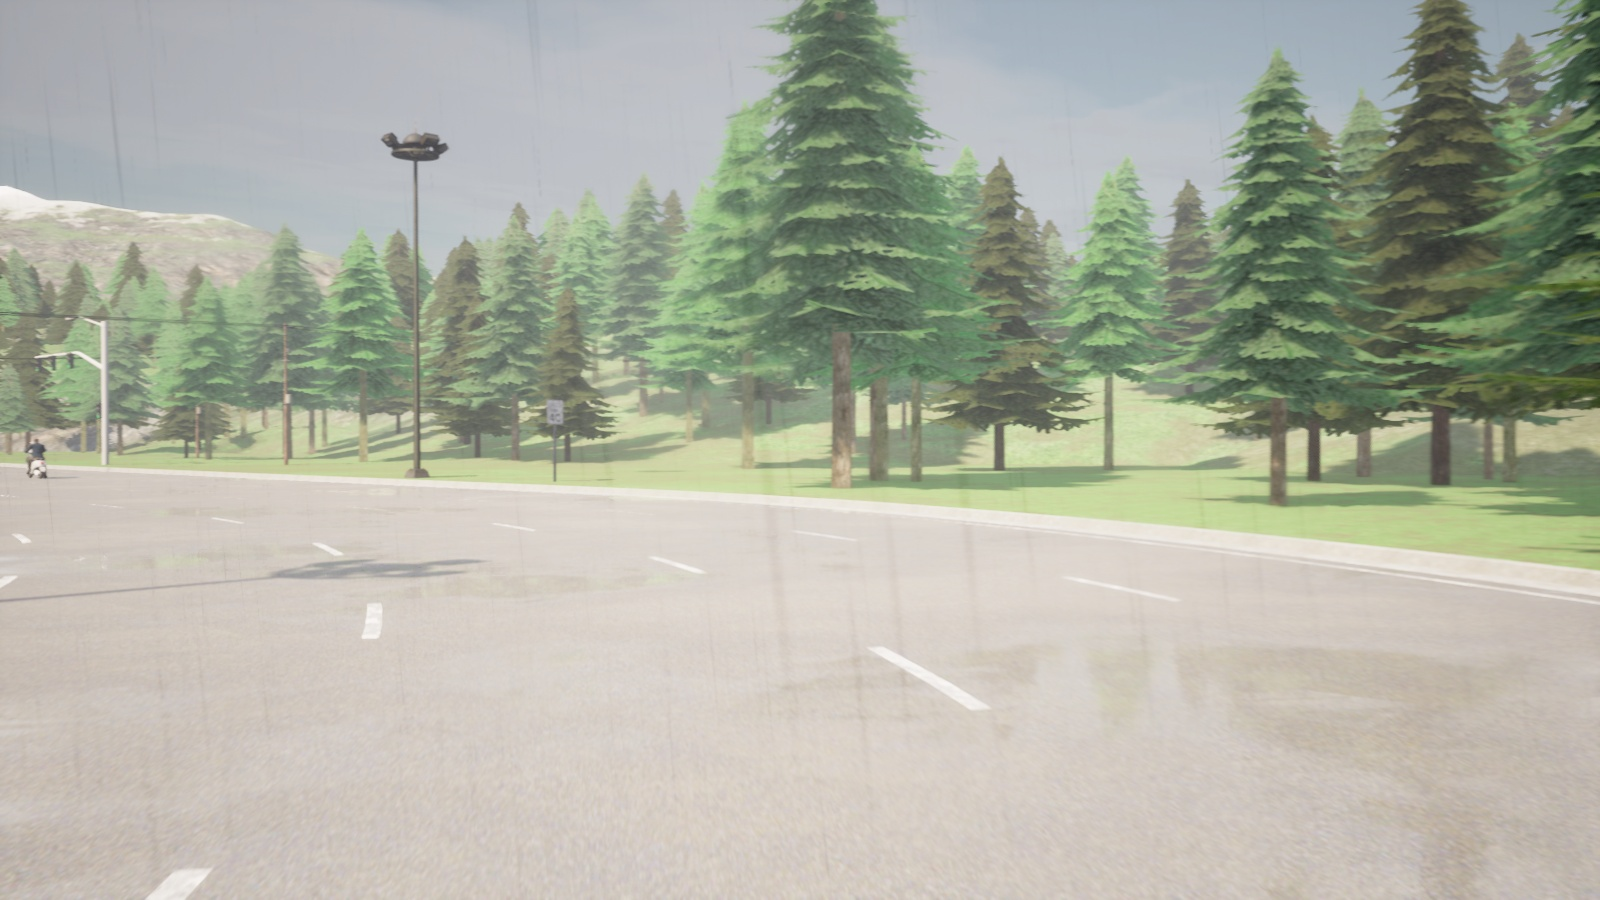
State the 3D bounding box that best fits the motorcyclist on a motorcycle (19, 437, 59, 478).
[{"bbox_3d":[-29.543,0.273,48.715,1.817,1.590,0.866,0,1,43],"label":"motorcyclist on a motorcycle"}]
